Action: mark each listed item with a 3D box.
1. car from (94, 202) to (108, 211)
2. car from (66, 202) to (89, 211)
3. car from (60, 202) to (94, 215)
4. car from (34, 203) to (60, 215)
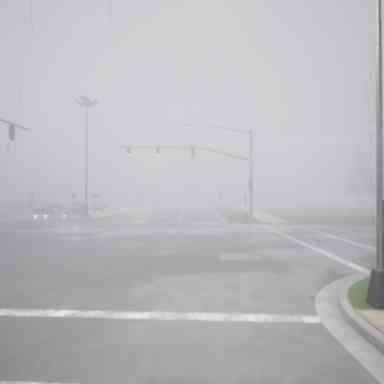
[{"bbox_3d":[-14.356,2.219,51.228,1.994,1.385,4.181,0,-1,2],"label":"car"},{"bbox_3d":[-17.856,2.266,51.976,1.895,1.301,4.718,0,-1,1],"label":"car"},{"bbox_3d":[-14.518,2.047,42.323,1.837,1.490,4.892,0,-1,1],"label":"car"},{"bbox_3d":[-18.018,2.090,42.394,2.033,1.411,5.357,0,-1,1],"label":"car"}]
